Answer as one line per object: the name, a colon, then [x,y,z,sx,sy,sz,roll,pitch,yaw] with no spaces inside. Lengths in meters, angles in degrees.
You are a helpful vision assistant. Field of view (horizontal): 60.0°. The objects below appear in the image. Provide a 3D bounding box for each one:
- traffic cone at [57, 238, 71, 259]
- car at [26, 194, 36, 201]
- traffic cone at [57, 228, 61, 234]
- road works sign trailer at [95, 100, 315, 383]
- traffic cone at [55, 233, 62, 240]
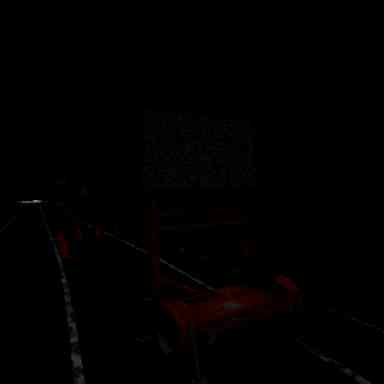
traffic cone: [-4.503,2.048,11.840,0.340,0.580,0.340,-2,0,-24]
car: [-36.837,1.203,76.411,1.812,1.442,4.674,-2,2,-25]
traffic cone: [-6.130,2.131,15.495,0.340,0.580,0.340,-2,-1,-24]
road works sign trailer: [0.087,0.420,5.528,2.380,3.560,2.880,-2,0,-35]
traffic cone: [-5.316,2.086,13.667,0.340,0.580,0.340,-2,0,-24]
